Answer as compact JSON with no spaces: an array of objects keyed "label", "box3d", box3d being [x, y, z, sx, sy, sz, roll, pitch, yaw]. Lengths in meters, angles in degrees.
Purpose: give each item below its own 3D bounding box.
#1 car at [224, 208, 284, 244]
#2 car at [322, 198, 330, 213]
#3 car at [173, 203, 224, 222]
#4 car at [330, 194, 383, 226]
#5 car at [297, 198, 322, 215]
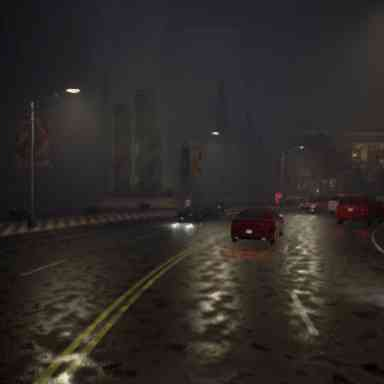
[{"label":"car","box3d":[3.263,1.481,16.028,1.882,1.535,5.008,0,0,21]},{"label":"car","box3d":[15.029,1.231,31.316,5.566,2.045,2.150,0,0,-38]},{"label":"car","box3d":[0.754,1.552,26.508,2.033,1.411,5.357,0,0,34]},{"label":"car","box3d":[12.077,1.233,23.732,2.150,2.045,5.566,0,0,41]},{"label":"car","box3d":[12.833,1.362,34.063,4.553,1.767,2.097,0,0,-36]}]
